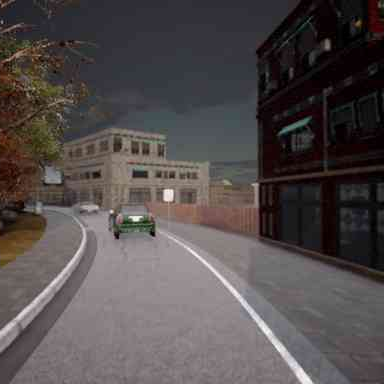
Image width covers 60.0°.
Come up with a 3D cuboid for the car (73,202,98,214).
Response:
[{"bbox_3d":[-12.166,1.742,37.836,1.895,1.301,4.718,0,0,-30],"label":"car"}]

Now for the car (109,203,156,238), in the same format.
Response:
[{"bbox_3d":[-3.412,1.387,18.357,2.097,1.767,4.553,0,0,-18],"label":"car"}]
